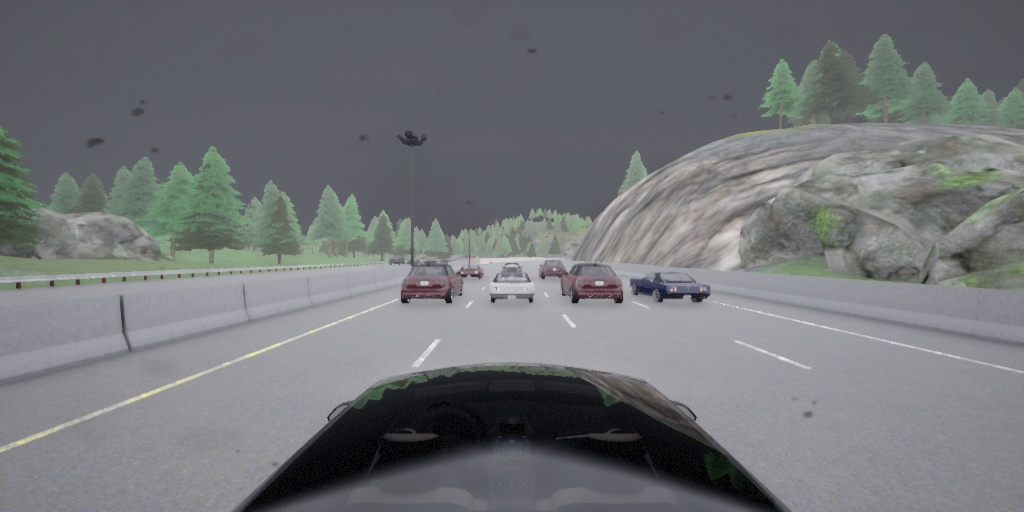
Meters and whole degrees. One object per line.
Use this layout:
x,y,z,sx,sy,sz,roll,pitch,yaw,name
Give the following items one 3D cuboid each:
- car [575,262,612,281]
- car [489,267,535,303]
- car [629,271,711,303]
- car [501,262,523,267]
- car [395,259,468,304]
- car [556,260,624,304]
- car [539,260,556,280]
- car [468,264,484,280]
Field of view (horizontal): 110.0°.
7.000,1.311,31.500,2.033,1.411,5.357,0,0,0,car
0.000,1.363,16.530,1.895,1.301,4.718,0,0,0,car
7.000,1.364,16.530,1.895,1.301,4.718,0,0,0,car
0.000,1.280,31.500,1.812,1.442,4.674,0,0,0,car
-3.500,1.113,16.470,2.097,1.767,4.553,0,0,0,car
3.500,1.113,16.470,2.097,1.767,4.553,0,0,0,car
3.500,1.114,31.470,2.097,1.767,4.553,0,0,0,car
-3.500,1.364,31.530,1.895,1.301,4.718,0,0,0,car
